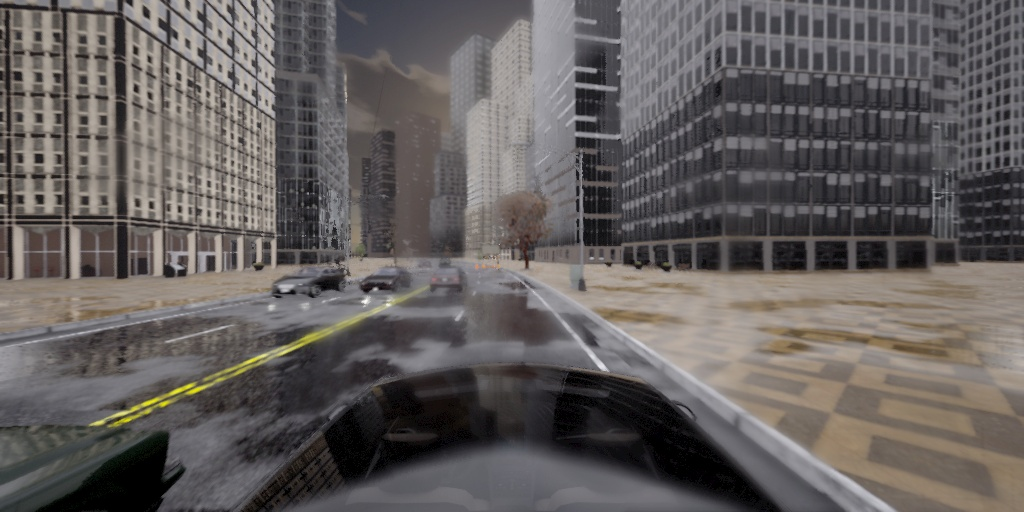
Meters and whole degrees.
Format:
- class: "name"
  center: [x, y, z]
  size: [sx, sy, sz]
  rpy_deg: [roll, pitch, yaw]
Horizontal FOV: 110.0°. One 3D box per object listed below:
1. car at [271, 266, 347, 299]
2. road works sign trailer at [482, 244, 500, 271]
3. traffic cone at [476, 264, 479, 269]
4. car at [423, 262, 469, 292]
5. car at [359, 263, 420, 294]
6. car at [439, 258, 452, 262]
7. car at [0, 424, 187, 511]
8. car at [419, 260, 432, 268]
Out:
- class: "car"
  center: [-10.248, 1.280, 18.469]
  size: [2.128, 1.511, 4.902]
  rpy_deg: [0, 0, -3]
- class: "road works sign trailer"
  center: [-2.881, 0.178, 48.620]
  size: [2.380, 3.560, 2.880]
  rpy_deg: [0, 0, -8]
- class: "traffic cone"
  center: [-5.218, 1.667, 55.361]
  size: [0.340, 0.580, 0.340]
  rpy_deg: [0, 0, -8]
- class: "car"
  center: [-3.684, 1.303, 21.521]
  size: [2.033, 1.411, 5.357]
  rpy_deg: [0, 0, -3]
- class: "car"
  center: [-7.104, 1.319, 20.984]
  size: [2.033, 1.411, 5.357]
  rpy_deg: [0, 0, -3]
- class: "car"
  center: [-11.546, 1.083, 62.453]
  size: [2.097, 1.767, 4.553]
  rpy_deg: [0, 0, -9]
- class: "car"
  center: [-3.201, 1.365, 0.299]
  size: [1.895, 1.301, 4.718]
  rpy_deg: [0, 0, 1]
- class: "car"
  center: [-14.375, 1.306, 59.550]
  size: [1.994, 1.385, 4.181]
  rpy_deg: [0, 0, -8]
